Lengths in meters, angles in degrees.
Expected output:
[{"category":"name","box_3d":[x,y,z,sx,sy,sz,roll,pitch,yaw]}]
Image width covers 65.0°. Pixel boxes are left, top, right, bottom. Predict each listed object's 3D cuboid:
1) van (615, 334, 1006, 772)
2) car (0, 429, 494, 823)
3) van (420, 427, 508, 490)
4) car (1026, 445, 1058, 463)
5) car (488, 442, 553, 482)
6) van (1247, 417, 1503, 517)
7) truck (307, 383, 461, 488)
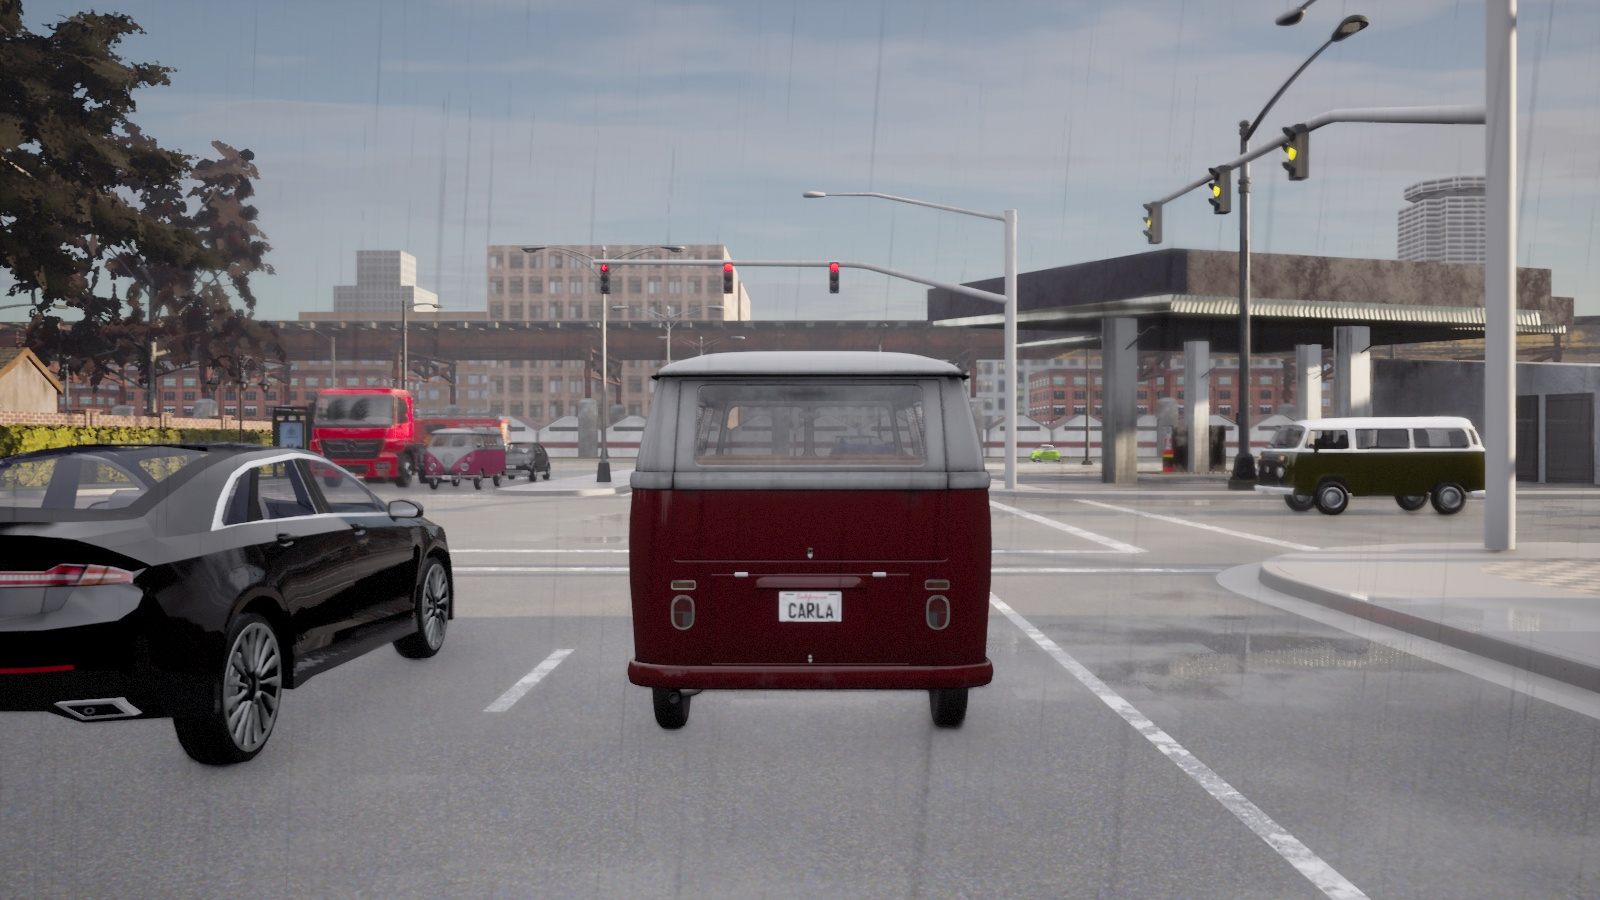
[{"category":"van","box_3d":[0.060,0.457,7.922,1.775,1.987,4.442,0,0,0]},{"category":"car","box_3d":[-3.444,0.661,7.269,2.128,1.511,4.902,0,0,0]},{"category":"van","box_3d":[-11.245,0.262,42.322,1.775,1.987,4.442,0,0,0]},{"category":"car","box_3d":[18.519,0.297,96.178,2.207,1.376,1.481,0,0,0]},{"category":"car","box_3d":[-11.199,0.443,50.561,1.789,1.549,3.705,0,0,0]},{"category":"van","box_3d":[12.088,0.336,26.632,4.480,2.038,2.069,0,0,-1]},{"category":"truck","box_3d":[-14.774,-0.492,45.316,2.891,3.462,7.936,0,0,0]}]
